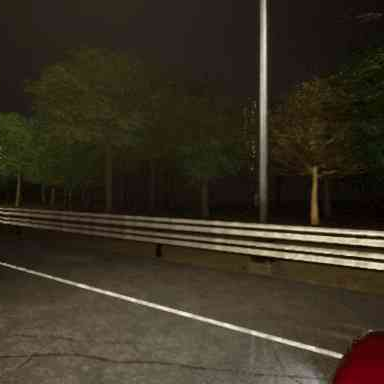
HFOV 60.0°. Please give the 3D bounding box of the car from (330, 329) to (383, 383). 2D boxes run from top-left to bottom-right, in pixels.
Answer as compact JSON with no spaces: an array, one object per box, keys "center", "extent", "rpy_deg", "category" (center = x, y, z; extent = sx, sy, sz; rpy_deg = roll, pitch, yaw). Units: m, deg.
[{"center":[2.976,1.568,1.910],"extent":[4.181,1.385,1.994],"rpy_deg":[0,0,35],"category":"car"}]
